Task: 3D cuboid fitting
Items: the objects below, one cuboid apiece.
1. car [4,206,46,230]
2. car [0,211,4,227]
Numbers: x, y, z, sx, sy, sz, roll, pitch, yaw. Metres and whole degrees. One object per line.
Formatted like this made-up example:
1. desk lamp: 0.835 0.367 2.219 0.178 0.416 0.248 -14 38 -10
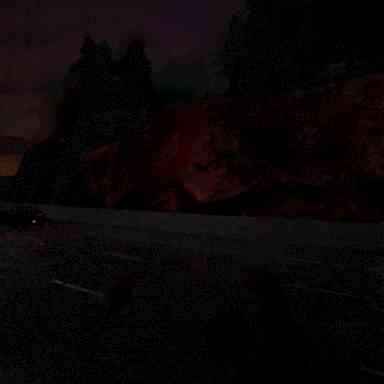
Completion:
1. car: -11.722 1.672 22.669 4.902 1.511 2.128 0 -1 43
2. car: -12.504 1.651 18.639 4.674 1.442 1.812 0 -1 43
